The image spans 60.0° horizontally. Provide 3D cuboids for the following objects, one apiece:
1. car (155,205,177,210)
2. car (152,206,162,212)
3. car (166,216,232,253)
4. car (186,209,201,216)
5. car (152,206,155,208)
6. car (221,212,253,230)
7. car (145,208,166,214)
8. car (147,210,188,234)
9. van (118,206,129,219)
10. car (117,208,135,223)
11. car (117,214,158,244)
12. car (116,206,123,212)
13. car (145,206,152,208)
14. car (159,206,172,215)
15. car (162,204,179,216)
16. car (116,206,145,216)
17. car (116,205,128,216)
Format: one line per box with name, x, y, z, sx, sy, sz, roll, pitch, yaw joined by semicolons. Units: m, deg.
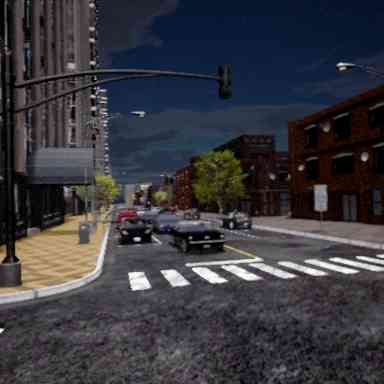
car;-3.671;3.018;47.050;1.837;1.490;4.892;-1;-2;-13
car;-8.751;4.150;81.960;1.837;1.490;4.892;-1;-2;-13
car;0.158;2.144;16.730;1.895;1.301;4.718;-1;-2;-13
car;-0.071;2.862;43.244;2.008;1.369;4.403;-2;-1;-13
car;-6.072;3.391;57.183;1.812;1.442;4.674;-1;-2;-13
car;3.634;2.324;27.824;2.008;1.369;4.403;-2;-1;-13
car;-4.530;2.791;36.887;2.033;1.411;5.357;-1;-2;-13
car;-2.050;2.419;26.182;2.033;1.411;5.357;-1;-2;-13
van;-10.924;3.207;52.846;1.690;1.788;3.998;-2;-1;-13
car;-8.262;2.908;41.356;1.967;1.590;4.097;-2;-1;-13
car;-3.528;2.312;20.483;1.947;1.339;4.313;-2;-1;-13
car;-19.643;4.692;90.393;1.752;1.417;4.829;-2;-1;-13
car;-7.556;3.231;50.254;1.812;1.442;4.674;-1;-2;-13
car;-5.296;3.615;65.675;1.752;1.417;4.829;-2;-1;-13
car;-4.015;3.212;60.127;2.192;1.841;5.009;-2;-1;-13
car;-5.851;2.411;30.563;2.192;1.841;5.009;-2;-1;-13
car;-13.429;3.554;63.623;2.192;1.841;5.009;-2;-1;-13
